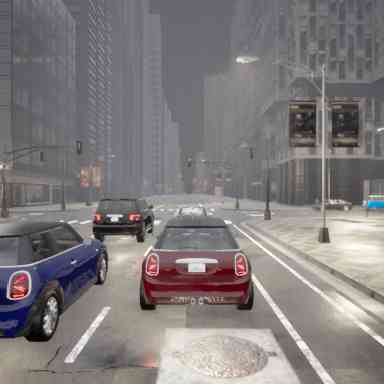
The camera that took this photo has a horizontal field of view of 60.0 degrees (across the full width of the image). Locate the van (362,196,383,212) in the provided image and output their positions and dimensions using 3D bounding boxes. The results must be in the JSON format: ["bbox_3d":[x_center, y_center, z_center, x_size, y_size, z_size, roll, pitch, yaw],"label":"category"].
[{"bbox_3d":[21.407,1.292,37.556,3.998,1.788,1.690,0,0,0],"label":"van"}]

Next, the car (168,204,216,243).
[{"bbox_3d":[0.050,1.491,17.147,2.128,1.511,4.902,0,0,2],"label":"car"}]

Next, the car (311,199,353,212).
[{"bbox_3d":[15.789,1.513,37.567,4.403,1.369,2.008,0,0,0],"label":"car"}]

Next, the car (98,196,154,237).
[{"bbox_3d":[-3.188,1.222,16.352,2.150,2.045,5.566,0,0,0],"label":"car"}]

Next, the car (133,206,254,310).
[{"bbox_3d":[0.081,1.352,7.960,2.097,1.767,4.553,0,0,0],"label":"car"}]

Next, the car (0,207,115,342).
[{"bbox_3d":[-3.166,1.352,6.640,2.097,1.767,4.553,0,0,0],"label":"car"}]
